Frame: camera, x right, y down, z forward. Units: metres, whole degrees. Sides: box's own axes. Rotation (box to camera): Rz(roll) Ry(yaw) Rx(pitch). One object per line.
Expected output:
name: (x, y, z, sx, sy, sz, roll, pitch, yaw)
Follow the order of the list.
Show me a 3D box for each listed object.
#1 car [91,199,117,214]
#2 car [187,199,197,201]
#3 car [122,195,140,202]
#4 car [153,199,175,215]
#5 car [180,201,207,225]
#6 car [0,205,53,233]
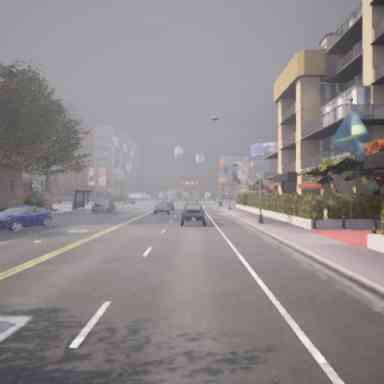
car: (-10.590, 1.664, 40.172, 2.097, 1.767, 4.553, 0, -1, 0)
car: (-0.001, 1.727, 48.335, 2.097, 1.767, 4.553, 0, 0, 0)
car: (-10.501, 1.642, 55.729, 1.895, 1.301, 4.718, 0, 0, 0)
car: (-3.399, 1.845, 38.338, 2.033, 1.411, 5.357, 0, 0, 0)
car: (0.099, 1.705, 25.950, 1.837, 1.490, 4.892, 0, -1, 0)
car: (-10.957, 1.644, 21.316, 1.882, 1.535, 5.008, 1, 0, 8)
